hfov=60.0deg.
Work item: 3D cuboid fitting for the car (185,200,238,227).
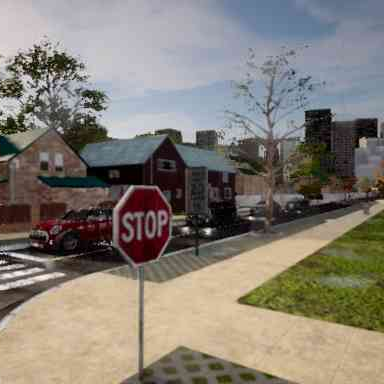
[{"bbox_3d":[1.437,1.380,23.477,2.097,1.767,4.553,0,0,34],"label":"car"}]

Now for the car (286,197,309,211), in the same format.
[{"bbox_3d":[12.903,1.423,40.553,2.128,1.511,4.902,0,0,34],"label":"car"}]

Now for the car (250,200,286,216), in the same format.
[{"bbox_3d":[7.154,1.506,32.009,1.812,1.442,4.674,0,0,33],"label":"car"}]

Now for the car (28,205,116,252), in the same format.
[{"bbox_3d":[-4.669,1.432,14.600,2.097,1.767,4.553,0,0,37],"label":"car"}]
